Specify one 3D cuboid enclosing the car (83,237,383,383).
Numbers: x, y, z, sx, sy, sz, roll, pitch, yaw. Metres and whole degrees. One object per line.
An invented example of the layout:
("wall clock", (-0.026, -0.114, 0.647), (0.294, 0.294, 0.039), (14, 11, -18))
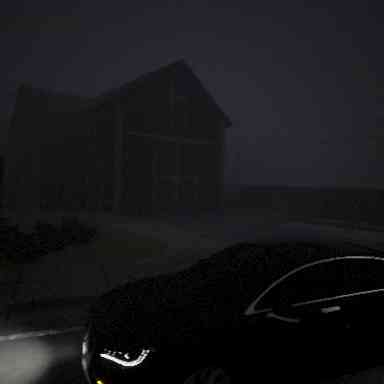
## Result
("car", (1.165, 1.403, 4.302), (4.892, 1.490, 1.837), (1, 2, -22))
